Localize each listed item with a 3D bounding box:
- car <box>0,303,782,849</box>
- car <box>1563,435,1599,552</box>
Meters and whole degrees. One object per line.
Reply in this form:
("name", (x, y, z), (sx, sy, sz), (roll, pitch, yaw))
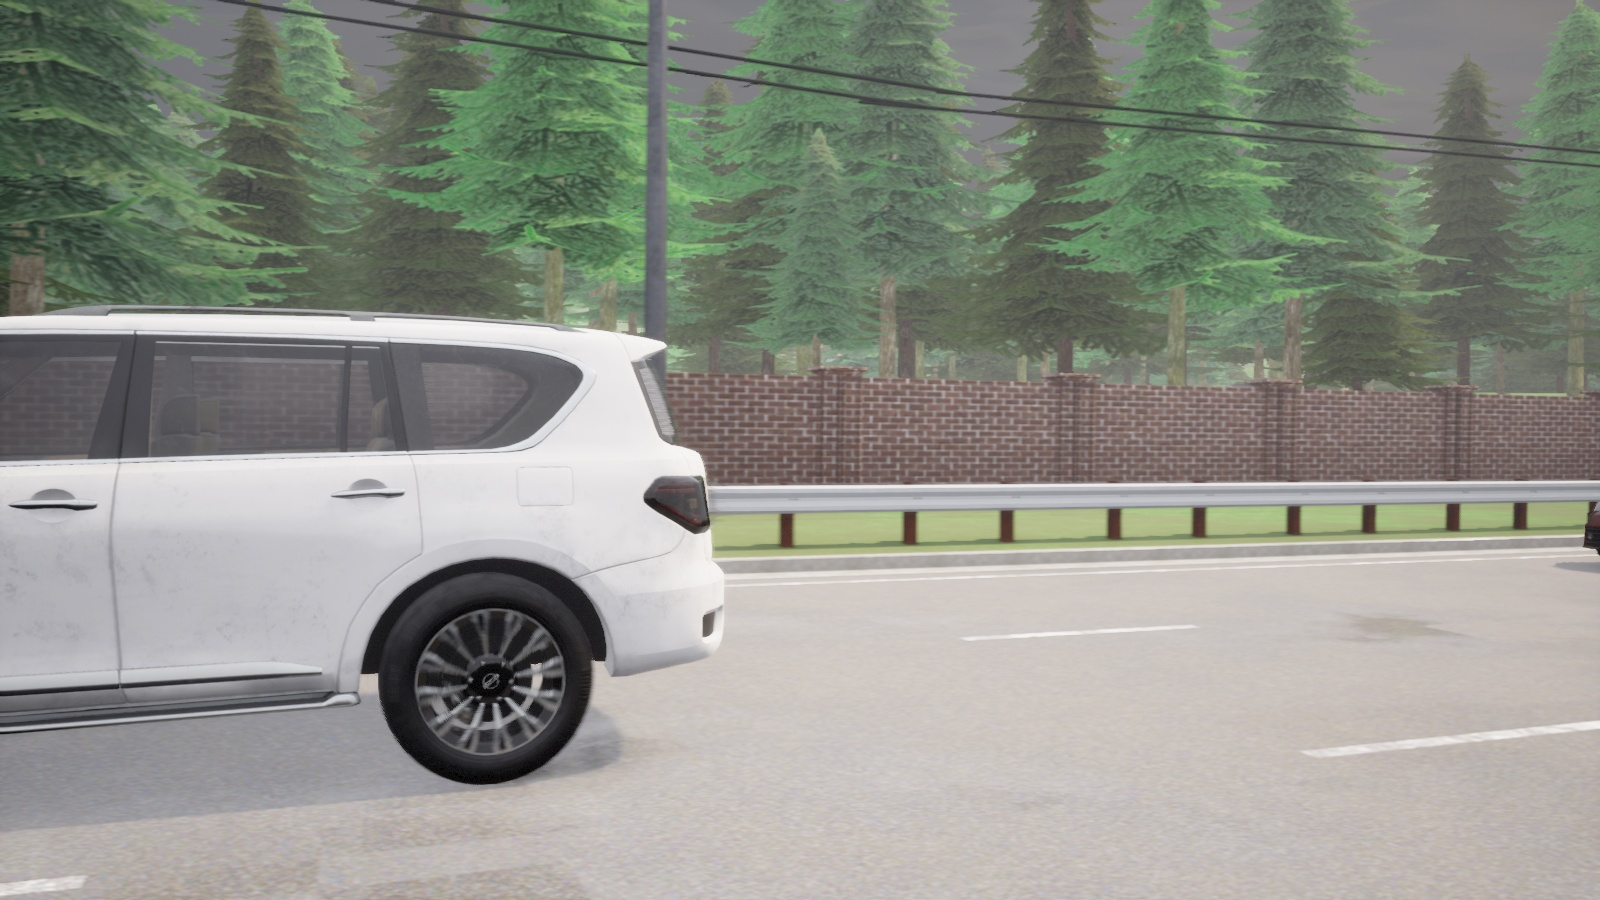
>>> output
("car", (-3.077, 0.456, 5.811), (5.566, 2.045, 2.150), (-1, 1, -21))
("car", (11.631, 0.490, 15.144), (4.181, 1.385, 1.994), (-1, 1, -21))
